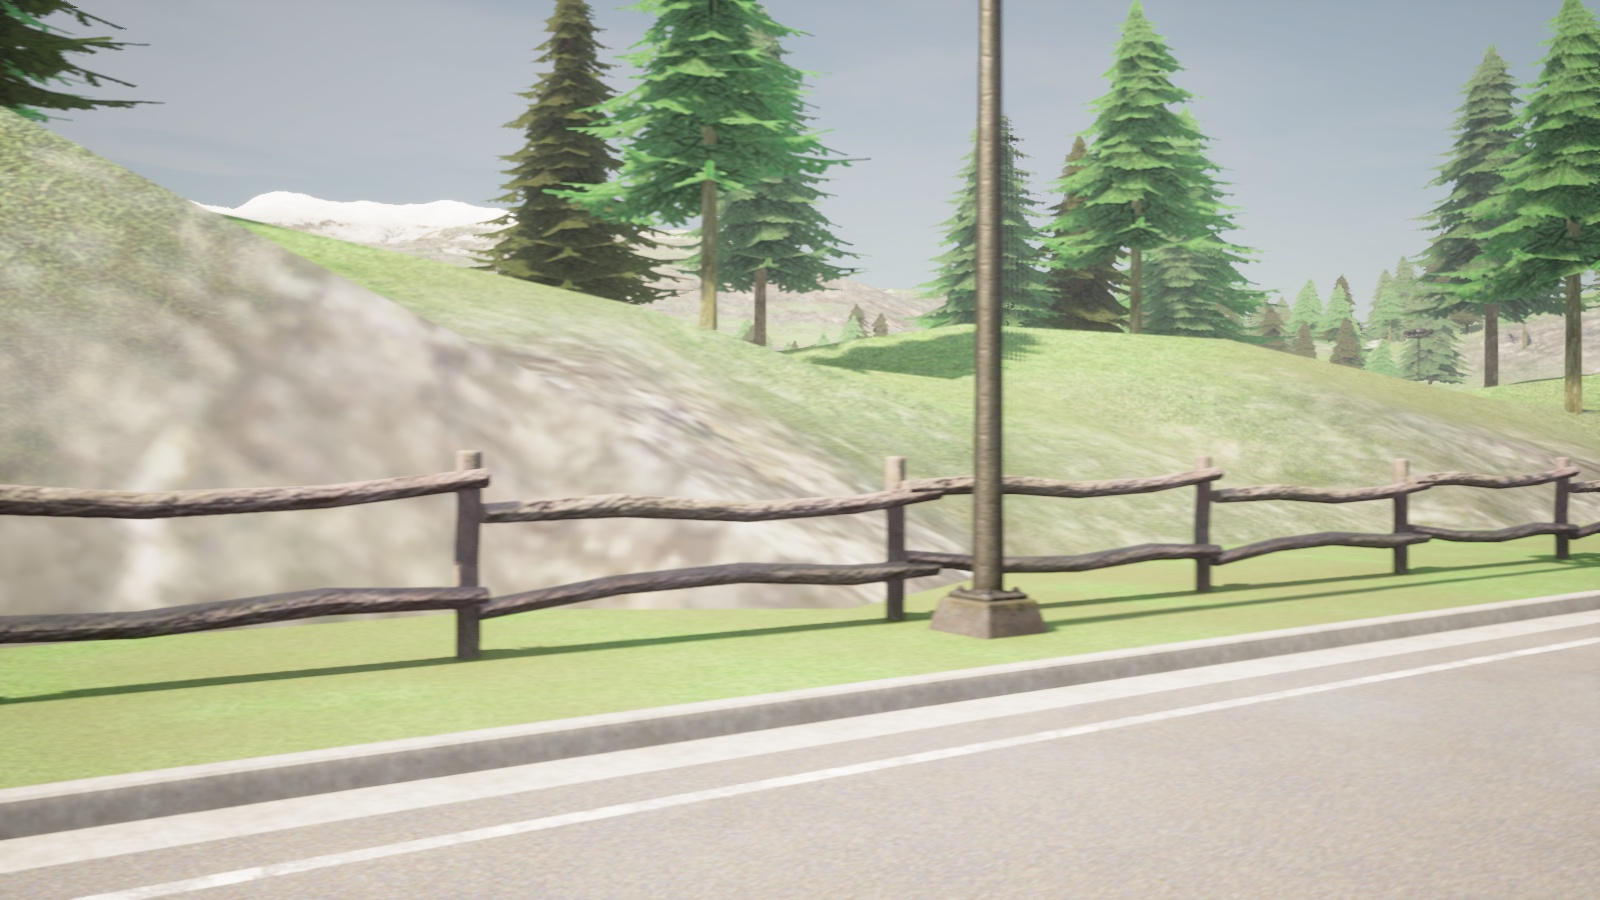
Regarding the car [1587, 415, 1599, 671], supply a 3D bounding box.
[{"bbox_3d":[7.956,0.648,9.196,4.553,1.767,2.097,0,0,-35],"label":"car"}]
